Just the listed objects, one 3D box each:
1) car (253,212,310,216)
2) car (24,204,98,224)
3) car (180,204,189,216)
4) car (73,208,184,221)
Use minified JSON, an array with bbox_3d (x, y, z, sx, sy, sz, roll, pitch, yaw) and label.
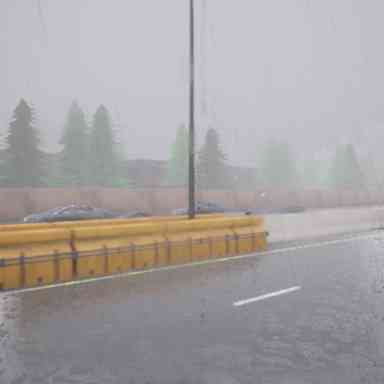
[{"bbox_3d":[5.720,1.529,20.945,5.357,1.411,2.033,0,0,-35],"label":"car"},{"bbox_3d":[-7.442,1.486,20.156,4.902,1.511,2.128,0,0,-35],"label":"car"},{"bbox_3d":[0.607,1.473,25.891,4.902,1.511,2.128,0,0,-35],"label":"car"},{"bbox_3d":[-2.783,1.558,14.878,4.181,1.385,1.994,0,0,-35],"label":"car"}]
